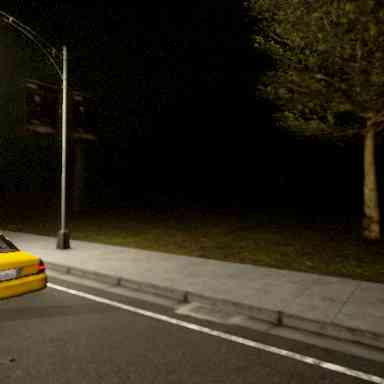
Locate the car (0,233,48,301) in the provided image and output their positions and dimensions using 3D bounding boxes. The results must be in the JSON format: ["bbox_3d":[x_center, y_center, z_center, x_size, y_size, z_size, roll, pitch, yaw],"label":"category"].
[{"bbox_3d":[-5.353,1.443,7.378,5.366,1.575,1.801,0,0,35],"label":"car"}]
